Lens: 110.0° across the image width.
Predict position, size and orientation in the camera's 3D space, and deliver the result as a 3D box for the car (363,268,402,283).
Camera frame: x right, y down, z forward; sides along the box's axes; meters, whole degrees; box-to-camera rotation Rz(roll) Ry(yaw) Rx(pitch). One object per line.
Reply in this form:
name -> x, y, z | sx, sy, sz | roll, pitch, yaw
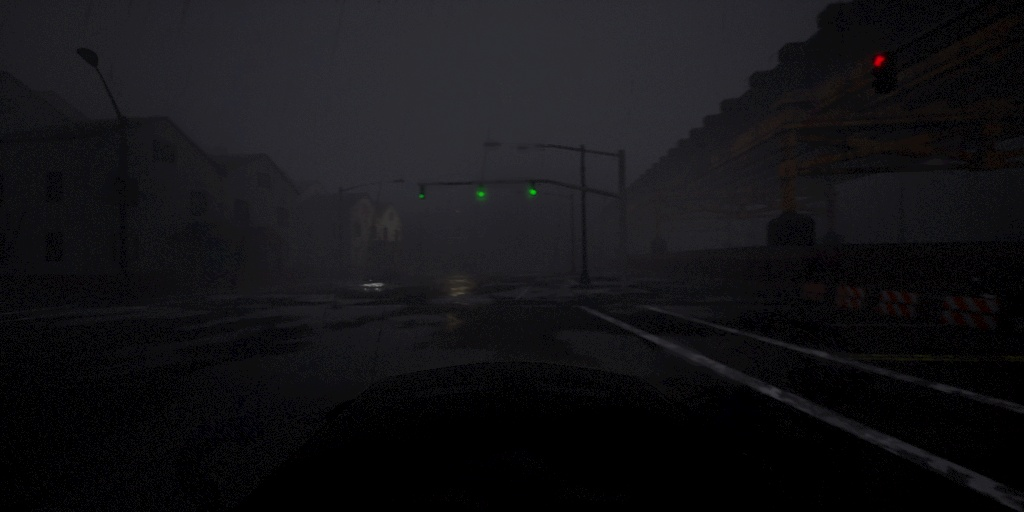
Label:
car -> -13.228, 1.990, 37.033 | 2.033, 1.411, 5.357 | -1, -1, 7
